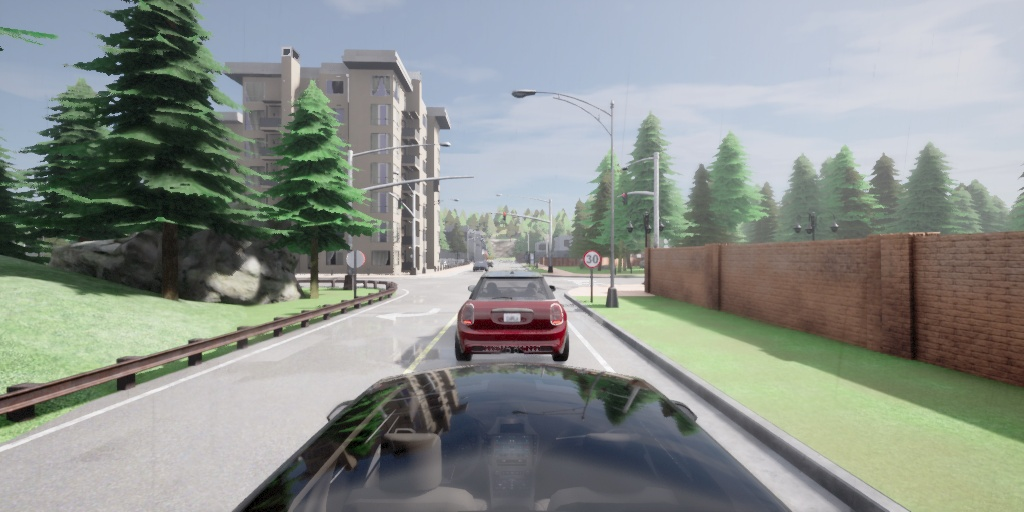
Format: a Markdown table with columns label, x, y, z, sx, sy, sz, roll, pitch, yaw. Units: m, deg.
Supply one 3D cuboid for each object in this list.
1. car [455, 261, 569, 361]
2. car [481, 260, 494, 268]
| label | x | y | z | sx | sy | sz | roll | pitch | yaw |
| --- | --- | --- | --- | --- | --- | --- | --- | --- | --- |
| car | 0.001 | 1.102 | 8.417 | 2.097 | 1.767 | 4.553 | 0 | 0 | 0 |
| car | -4.107 | 1.351 | 60.051 | 1.895 | 1.301 | 4.718 | 0 | 0 | 0 |
